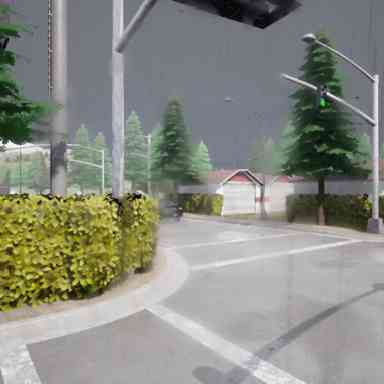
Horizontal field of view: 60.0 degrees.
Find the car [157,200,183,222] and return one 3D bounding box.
[{"bbox_3d":[-2.516,1.312,24.137,2.128,1.511,4.902,0,1,-35],"label":"car"}]
